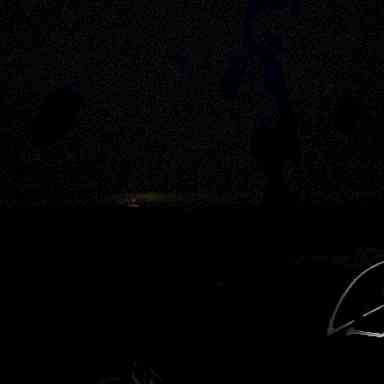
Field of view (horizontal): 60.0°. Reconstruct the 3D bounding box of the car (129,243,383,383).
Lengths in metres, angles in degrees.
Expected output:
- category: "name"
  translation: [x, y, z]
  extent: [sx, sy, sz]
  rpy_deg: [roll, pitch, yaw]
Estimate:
- category: "car"
  translation: [1.606, 1.503, 4.213]
  extent: [4.892, 1.490, 1.837]
  rpy_deg: [-1, 1, -35]
